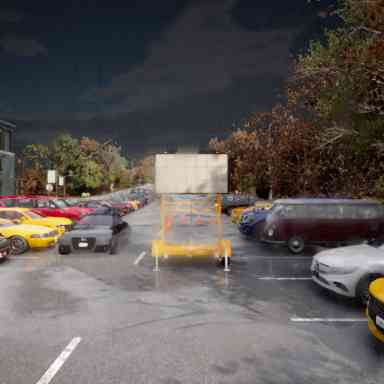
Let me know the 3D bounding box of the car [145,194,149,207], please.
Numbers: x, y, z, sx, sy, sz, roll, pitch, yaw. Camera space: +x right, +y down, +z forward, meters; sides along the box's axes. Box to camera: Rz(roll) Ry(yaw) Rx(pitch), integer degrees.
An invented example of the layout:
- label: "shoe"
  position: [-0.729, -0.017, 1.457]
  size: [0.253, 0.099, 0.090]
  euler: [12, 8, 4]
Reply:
- label: "car"
  position: [-8.062, 1.305, 40.614]
  size: [4.792, 1.488, 2.163]
  euler: [0, 1, 0]

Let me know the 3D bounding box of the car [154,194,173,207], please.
- label: "car"
  position: [-3.558, 1.174, 45.376]
  size: [2.128, 1.511, 4.902]
  euler: [0, 2, 0]

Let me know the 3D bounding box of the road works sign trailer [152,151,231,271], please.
- label: "road works sign trailer"
  position: [-0.014, 0.466, 10.894]
  size: [2.380, 3.560, 2.880]
  euler: [0, 0, 0]

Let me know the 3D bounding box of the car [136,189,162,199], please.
- label: "car"
  position: [-8.089, 0.378, 62.893]
  size: [4.553, 1.767, 2.185]
  euler: [0, 3, 0]

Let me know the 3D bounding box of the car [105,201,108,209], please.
- label: "car"
  position: [-8.069, 1.521, 21.108]
  size: [4.674, 1.452, 2.002]
  euler: [0, 0, 0]

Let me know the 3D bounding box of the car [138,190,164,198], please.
- label: "car"
  position: [-8.094, 0.395, 65.683]
  size: [4.792, 1.488, 2.163]
  euler: [0, 3, 0]

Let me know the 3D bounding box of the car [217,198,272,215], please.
- label: "car"
  position: [5.004, 1.411, 32.446]
  size: [5.008, 1.535, 2.097]
  euler: [0, 1, 0]

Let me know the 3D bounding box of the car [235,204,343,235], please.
- label: "car"
  position: [5.202, 1.478, 18.382]
  size: [5.366, 1.575, 1.946]
  euler: [0, 0, 0]

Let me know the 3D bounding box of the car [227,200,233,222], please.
- label: "car"
  position: [5.008, 1.481, 21.290]
  size: [5.008, 1.535, 2.097]
  euler: [0, 0, 0]

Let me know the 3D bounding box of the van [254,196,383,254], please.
- label: "van"
  position: [4.907, 1.256, 12.811]
  size: [4.442, 1.987, 1.878]
  euler: [0, 0, 0]

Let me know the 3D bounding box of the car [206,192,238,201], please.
- label: "car"
  position: [5.152, 0.750, 57.411]
  size: [5.366, 1.575, 1.946]
  euler: [0, 2, 0]

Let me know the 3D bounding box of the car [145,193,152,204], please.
- label: "car"
  position: [-8.124, 1.241, 43.401]
  size: [4.792, 1.488, 2.163]
  euler: [0, 1, 0]

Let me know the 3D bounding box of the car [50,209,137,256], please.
- label: "car"
  position: [-3.616, 1.565, 13.059]
  size: [1.994, 1.385, 4.181]
  euler: [0, 0, 0]

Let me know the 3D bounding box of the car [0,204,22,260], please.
- label: "car"
  position: [-8.084, 1.356, 10.100]
  size: [4.553, 1.767, 2.185]
  euler: [0, 0, 0]

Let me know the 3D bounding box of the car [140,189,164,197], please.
- label: "car"
  position: [-8.156, 0.256, 68.463]
  size: [4.792, 1.488, 2.163]
  euler: [0, 3, 0]

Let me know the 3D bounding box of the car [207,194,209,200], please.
- label: "car"
  position: [4.976, 1.135, 46.385]
  size: [5.008, 1.535, 2.097]
  euler: [0, 2, 0]

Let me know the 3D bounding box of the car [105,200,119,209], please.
- label: "car"
  position: [-8.099, 1.505, 23.894]
  size: [4.792, 1.488, 2.163]
  euler: [0, 0, 0]

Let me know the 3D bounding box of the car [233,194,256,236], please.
- label: "car"
  position: [4.992, 1.230, 15.597]
  size: [5.566, 2.045, 2.435]
  euler: [0, 0, 0]

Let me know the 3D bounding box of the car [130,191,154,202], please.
- label: "car"
  position: [-8.135, 1.000, 51.768]
  size: [4.792, 1.488, 2.163]
  euler: [0, 2, 0]

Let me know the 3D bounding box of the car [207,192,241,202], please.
- label: "car"
  position: [5.156, 0.863, 54.618]
  size: [5.366, 1.575, 1.946]
  euler: [0, 2, 0]

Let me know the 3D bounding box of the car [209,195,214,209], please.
- label: "car"
  position: [4.810, 1.370, 35.235]
  size: [5.366, 1.575, 1.946]
  euler: [0, 1, 0]

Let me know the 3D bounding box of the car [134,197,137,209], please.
- label: "car"
  position: [-8.078, 1.453, 32.260]
  size: [4.674, 1.452, 2.002]
  euler: [0, 0, 0]

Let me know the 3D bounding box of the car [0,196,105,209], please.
- label: "car"
  position: [-8.035, 1.230, 18.325]
  size: [5.566, 2.045, 2.435]
  euler: [0, 0, 0]

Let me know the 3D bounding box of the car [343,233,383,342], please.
- label: "car"
  position: [5.040, 1.481, 4.457]
  size: [5.008, 1.535, 2.097]
  euler: [0, 0, 0]

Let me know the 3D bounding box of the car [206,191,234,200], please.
- label: "car"
  position: [4.992, 0.661, 60.202]
  size: [4.792, 1.488, 2.163]
  euler: [0, 3, 0]

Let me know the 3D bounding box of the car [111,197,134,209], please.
- label: "car"
  position: [-8.083, 1.442, 29.470]
  size: [5.008, 1.535, 2.097]
  euler: [0, 1, 0]

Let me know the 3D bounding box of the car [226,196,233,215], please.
- label: "car"
  position: [5.041, 1.350, 24.075]
  size: [4.553, 1.767, 2.185]
  euler: [0, 0, 0]

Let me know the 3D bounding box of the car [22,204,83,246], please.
- label: "car"
  position: [-8.065, 1.481, 15.542]
  size: [5.008, 1.535, 2.097]
  euler: [0, 0, 0]

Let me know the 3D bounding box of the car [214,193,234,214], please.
- label: "car"
  position: [5.031, 1.189, 29.655]
  size: [5.566, 2.045, 2.435]
  euler: [0, 1, 0]

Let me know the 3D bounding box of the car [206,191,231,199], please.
- label: "car"
  position: [4.962, 0.534, 63.112]
  size: [4.674, 1.452, 2.002]
  euler: [0, 3, 0]

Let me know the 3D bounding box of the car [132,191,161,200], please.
- label: "car"
  position: [-8.122, 0.634, 60.122]
  size: [5.008, 1.535, 2.097]
  euler: [0, 2, 0]

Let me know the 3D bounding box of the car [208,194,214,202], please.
- label: "car"
  position: [4.979, 1.211, 43.468]
  size: [4.892, 1.521, 2.231]
  euler: [0, 2, 0]

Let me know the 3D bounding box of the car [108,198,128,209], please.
- label: "car"
  position: [-8.079, 1.463, 26.681]
  size: [5.008, 1.535, 2.097]
  euler: [0, 0, 0]

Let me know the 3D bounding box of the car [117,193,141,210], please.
- label: "car"
  position: [-8.053, 1.250, 35.045]
  size: [4.553, 1.767, 2.185]
  euler: [0, 1, 0]

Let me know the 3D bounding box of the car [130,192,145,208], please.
- label: "car"
  position: [-8.057, 1.205, 37.824]
  size: [4.553, 1.767, 2.185]
  euler: [0, 1, 0]

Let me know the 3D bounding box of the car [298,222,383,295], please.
- label: "car"
  position: [5.034, 1.522, 7.242]
  size: [4.674, 1.452, 2.002]
  euler: [0, 0, 0]
